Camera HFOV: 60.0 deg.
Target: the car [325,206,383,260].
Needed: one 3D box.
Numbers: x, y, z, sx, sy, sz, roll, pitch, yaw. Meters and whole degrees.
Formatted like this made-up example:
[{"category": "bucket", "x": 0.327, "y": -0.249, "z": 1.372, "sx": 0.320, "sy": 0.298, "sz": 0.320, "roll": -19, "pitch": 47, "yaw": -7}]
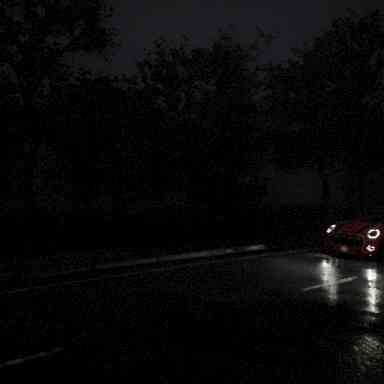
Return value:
[{"category": "car", "x": 7.050, "y": 1.324, "z": 12.196, "sx": 4.553, "sy": 1.767, "sz": 2.097, "roll": 0, "pitch": 0, "yaw": -29}]
